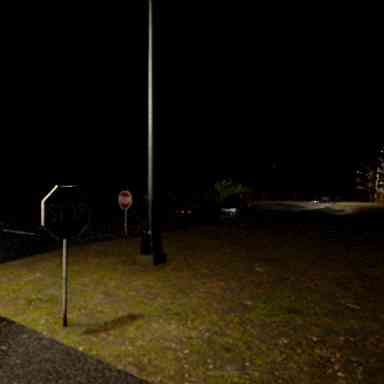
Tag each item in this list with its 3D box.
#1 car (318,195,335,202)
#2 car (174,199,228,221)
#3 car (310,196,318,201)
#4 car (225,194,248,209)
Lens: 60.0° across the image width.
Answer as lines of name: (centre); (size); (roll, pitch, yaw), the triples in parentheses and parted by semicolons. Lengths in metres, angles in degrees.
car: (33.509, 1.747, 82.920); (2.033, 1.411, 5.357); (0, 0, 30)
car: (0.672, 1.620, 28.102); (2.033, 1.411, 5.357); (0, 0, 34)
car: (32.950, 1.741, 88.645); (2.033, 1.411, 5.357); (0, 0, 34)
car: (6.323, 1.368, 49.057); (2.150, 2.045, 5.566); (0, 0, 34)
